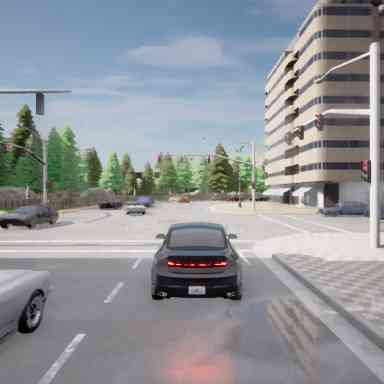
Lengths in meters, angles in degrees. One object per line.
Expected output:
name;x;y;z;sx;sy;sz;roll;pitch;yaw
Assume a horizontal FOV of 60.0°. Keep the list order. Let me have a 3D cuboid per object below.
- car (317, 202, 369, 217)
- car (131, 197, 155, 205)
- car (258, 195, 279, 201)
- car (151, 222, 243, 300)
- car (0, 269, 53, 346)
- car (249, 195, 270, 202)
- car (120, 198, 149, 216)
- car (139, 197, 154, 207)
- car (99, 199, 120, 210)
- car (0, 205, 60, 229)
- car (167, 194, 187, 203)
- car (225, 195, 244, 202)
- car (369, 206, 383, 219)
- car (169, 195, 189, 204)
car;14.595;1.603;31.027;5.357;1.411;2.033;0;0;0
car;-8.569;1.547;58.788;2.033;1.411;5.357;0;0;17
car;18.493;1.500;80.591;4.892;1.490;1.837;0;0;-22
car;0.114;1.505;8.354;1.837;1.490;4.892;0;0;1
car;-3.427;1.601;3.832;1.895;1.301;4.718;0;0;0
car;15.170;1.595;74.804;4.718;1.301;1.895;0;0;-33
car;-5.877;1.623;33.507;1.895;1.301;4.718;0;0;-15
car;-6.713;1.477;46.869;1.882;1.535;5.008;0;0;4
car;-10.396;1.601;42.529;1.895;1.301;4.718;0;0;2
car;-10.567;1.564;21.957;2.033;1.411;5.357;0;0;0
car;-3.084;1.355;71.119;2.097;1.767;4.553;0;0;31
car;9.696;1.478;75.074;5.008;1.535;1.882;0;0;-41
car;17.692;1.581;27.518;4.674;1.442;1.812;0;0;0
car;-2.397;1.351;65.035;2.097;1.767;4.553;0;0;28
